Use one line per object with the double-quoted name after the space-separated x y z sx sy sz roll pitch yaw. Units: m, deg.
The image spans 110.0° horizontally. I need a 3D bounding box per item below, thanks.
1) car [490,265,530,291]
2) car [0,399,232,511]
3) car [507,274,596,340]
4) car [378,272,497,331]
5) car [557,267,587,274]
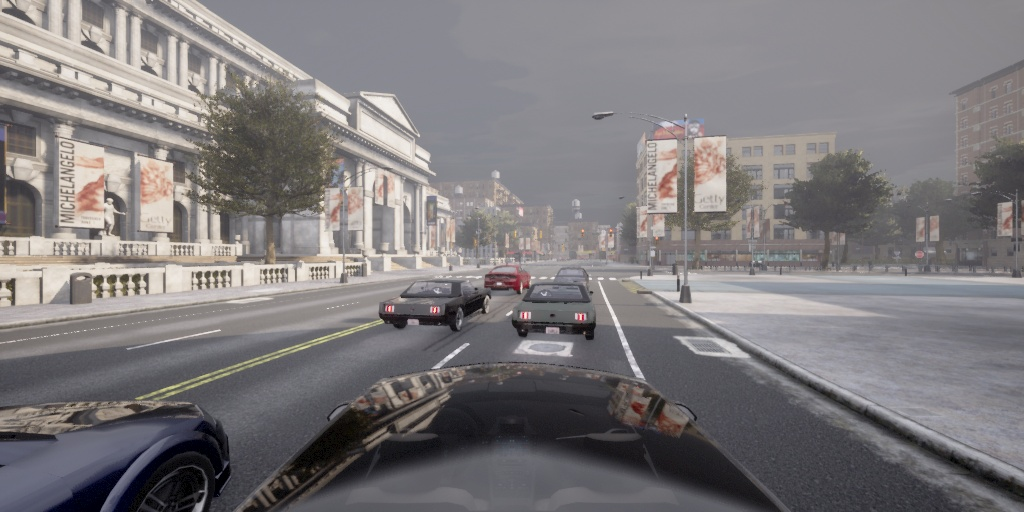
-0.133 1.228 20.209 1.882 1.535 5.008 0 0 12 "car"
-3.157 1.314 1.070 1.994 1.385 4.181 0 0 -2 "car"
1.325 1.351 10.048 1.895 1.301 4.718 0 0 11 "car"
-2.019 1.351 11.058 1.895 1.301 4.718 0 0 11 "car"
3.260 1.297 19.398 2.033 1.411 5.357 0 0 12 "car"
